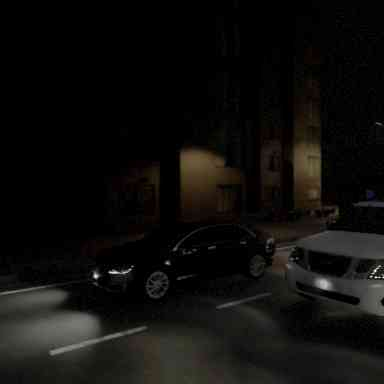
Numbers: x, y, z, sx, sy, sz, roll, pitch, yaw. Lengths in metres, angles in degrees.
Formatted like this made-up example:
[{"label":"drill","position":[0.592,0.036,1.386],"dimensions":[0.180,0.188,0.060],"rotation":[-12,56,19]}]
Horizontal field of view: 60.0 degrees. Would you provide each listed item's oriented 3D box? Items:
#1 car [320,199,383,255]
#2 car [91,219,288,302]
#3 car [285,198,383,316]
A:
[{"label":"car","position":[7.505,1.246,13.564],"dimensions":[4.553,1.767,2.097],"rotation":[-1,0,-35]},{"label":"car","position":[-0.007,1.469,8.268],"dimensions":[4.892,1.490,1.837],"rotation":[-1,0,-35]},{"label":"car","position":[4.442,1.163,7.123],"dimensions":[5.566,2.045,2.150],"rotation":[-1,0,-35]}]
